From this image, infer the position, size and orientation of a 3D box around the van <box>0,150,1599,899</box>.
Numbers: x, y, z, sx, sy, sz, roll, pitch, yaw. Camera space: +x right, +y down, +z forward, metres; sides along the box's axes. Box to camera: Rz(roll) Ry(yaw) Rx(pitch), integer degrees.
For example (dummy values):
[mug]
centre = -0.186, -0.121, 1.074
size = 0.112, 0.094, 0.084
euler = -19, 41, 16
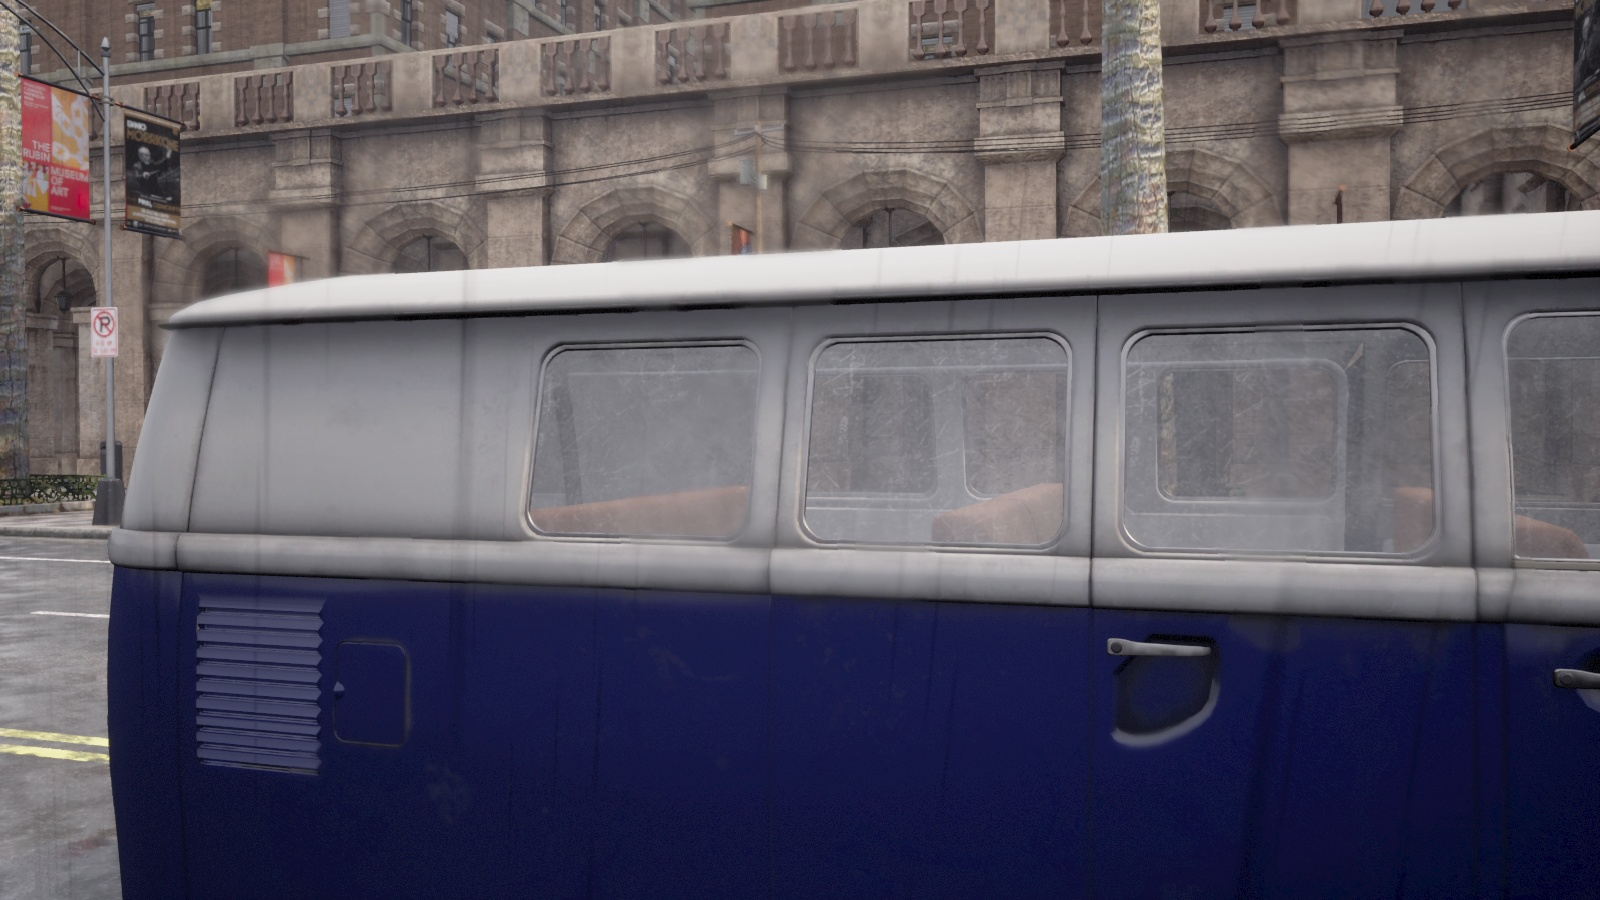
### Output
[van]
centre = 0.567, 0.533, 2.993
size = 4.442, 1.987, 1.775
euler = 1, 1, 18
